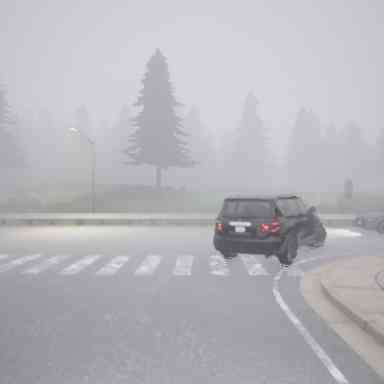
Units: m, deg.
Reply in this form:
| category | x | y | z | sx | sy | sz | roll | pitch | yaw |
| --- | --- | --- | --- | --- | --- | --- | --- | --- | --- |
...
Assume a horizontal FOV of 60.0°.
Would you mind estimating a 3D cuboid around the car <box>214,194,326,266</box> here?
| category | x | y | z | sx | sy | sz | roll | pitch | yaw |
| --- | --- | --- | --- | --- | --- | --- | --- | --- | --- |
| car | 2.825 | 1.096 | 11.432 | 2.150 | 2.045 | 5.566 | -1 | 0 | 34 |

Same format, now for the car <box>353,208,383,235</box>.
| category | x | y | z | sx | sy | sz | roll | pitch | yaw |
| --- | --- | --- | --- | --- | --- | --- | --- | --- | --- |
| car | 10.597 | 1.376 | 17.025 | 4.181 | 1.385 | 1.994 | 0 | 1 | 1 |
